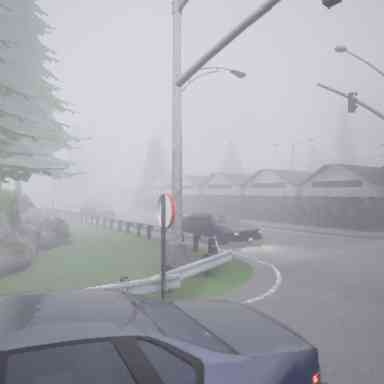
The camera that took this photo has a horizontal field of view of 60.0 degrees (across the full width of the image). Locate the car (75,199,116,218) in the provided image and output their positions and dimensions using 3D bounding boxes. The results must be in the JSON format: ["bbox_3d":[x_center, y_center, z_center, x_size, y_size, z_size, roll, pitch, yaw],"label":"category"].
[{"bbox_3d":[-9.041,1.739,31.704,2.033,1.411,5.357,0,0,-35],"label":"car"}]

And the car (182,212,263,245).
[{"bbox_3d":[1.133,1.739,17.092,2.033,1.411,5.357,0,0,-34],"label":"car"}]

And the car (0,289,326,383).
[{"bbox_3d":[-1.467,1.547,2.294,5.357,1.411,2.033,0,0,-27],"label":"car"}]

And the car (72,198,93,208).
[{"bbox_3d":[-16.141,1.701,50.580,1.837,1.490,4.892,0,0,18],"label":"car"}]
